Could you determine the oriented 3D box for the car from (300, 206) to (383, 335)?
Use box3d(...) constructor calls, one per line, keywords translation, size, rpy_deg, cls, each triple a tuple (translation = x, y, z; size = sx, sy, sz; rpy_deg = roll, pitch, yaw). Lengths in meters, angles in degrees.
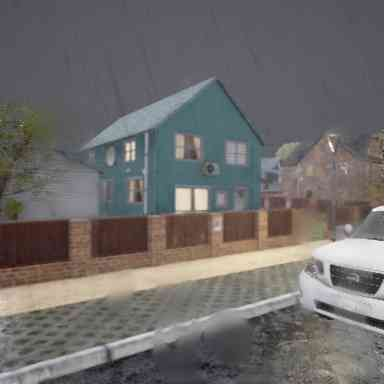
box3d(translation=(4.441, 1.221, 6.235), size=(5.566, 2.045, 2.150), rpy_deg=(0, 0, -35), cls="car")
